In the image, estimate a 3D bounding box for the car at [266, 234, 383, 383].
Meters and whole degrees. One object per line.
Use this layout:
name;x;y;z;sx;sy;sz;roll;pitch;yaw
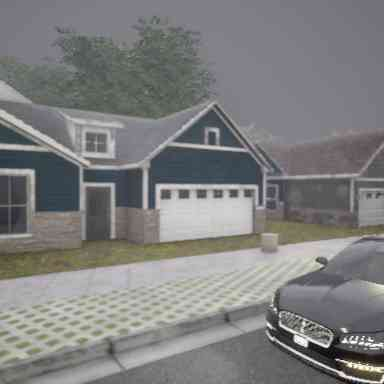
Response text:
car;3.301;1.464;5.143;4.892;1.490;1.837;0;1;-33
